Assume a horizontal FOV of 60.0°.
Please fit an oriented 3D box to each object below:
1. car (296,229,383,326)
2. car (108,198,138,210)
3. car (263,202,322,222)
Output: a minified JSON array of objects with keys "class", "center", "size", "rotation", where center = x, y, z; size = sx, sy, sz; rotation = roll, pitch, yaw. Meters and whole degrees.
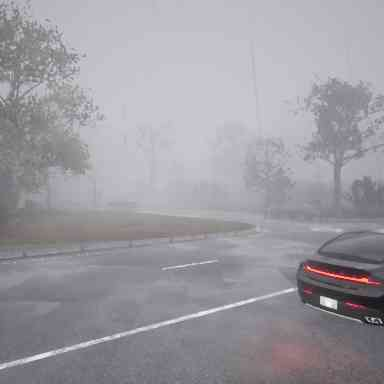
[{"class":"car","center":[4.144,1.505,6.671],"size":[4.892,1.490,1.837],"rotation":[0,0,-35]},{"class":"car","center":[-9.458,1.571,45.106],"size":[5.008,1.535,1.882],"rotation":[-1,0,42]},{"class":"car","center":[7.956,1.526,26.689],"size":[4.674,1.442,1.812],"rotation":[0,1,43]}]
